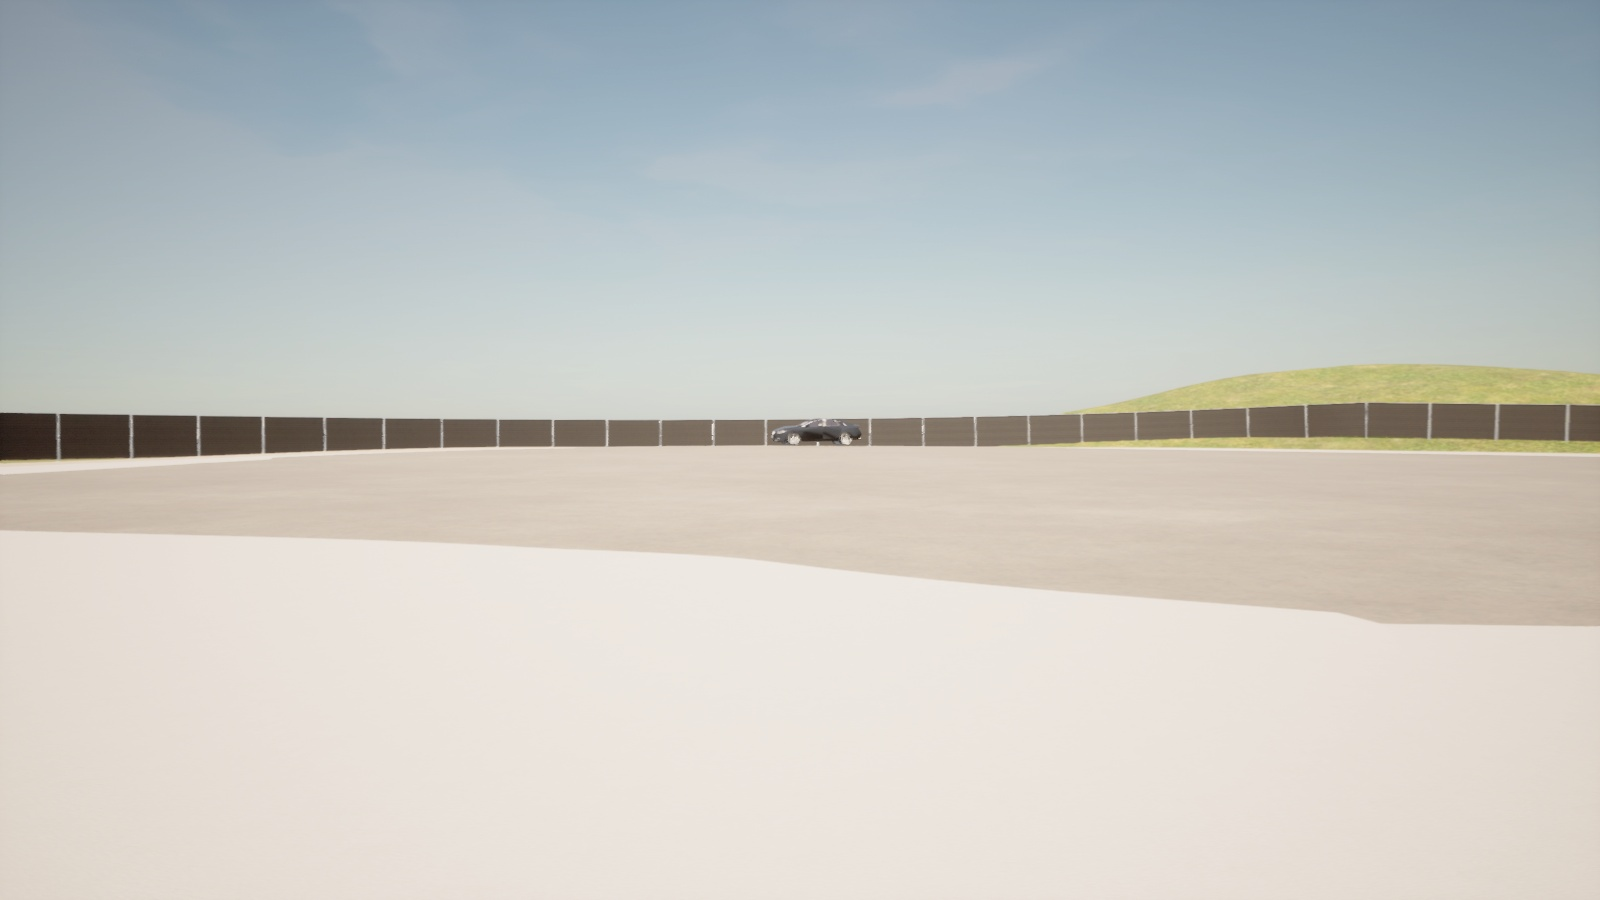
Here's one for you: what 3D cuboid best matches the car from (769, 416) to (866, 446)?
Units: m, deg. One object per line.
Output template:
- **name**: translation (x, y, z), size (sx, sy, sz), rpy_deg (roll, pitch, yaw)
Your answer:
- **car**: translation (0.930, -1.011, 68.014), size (4.902, 1.511, 2.128), rpy_deg (1, 0, -12)
